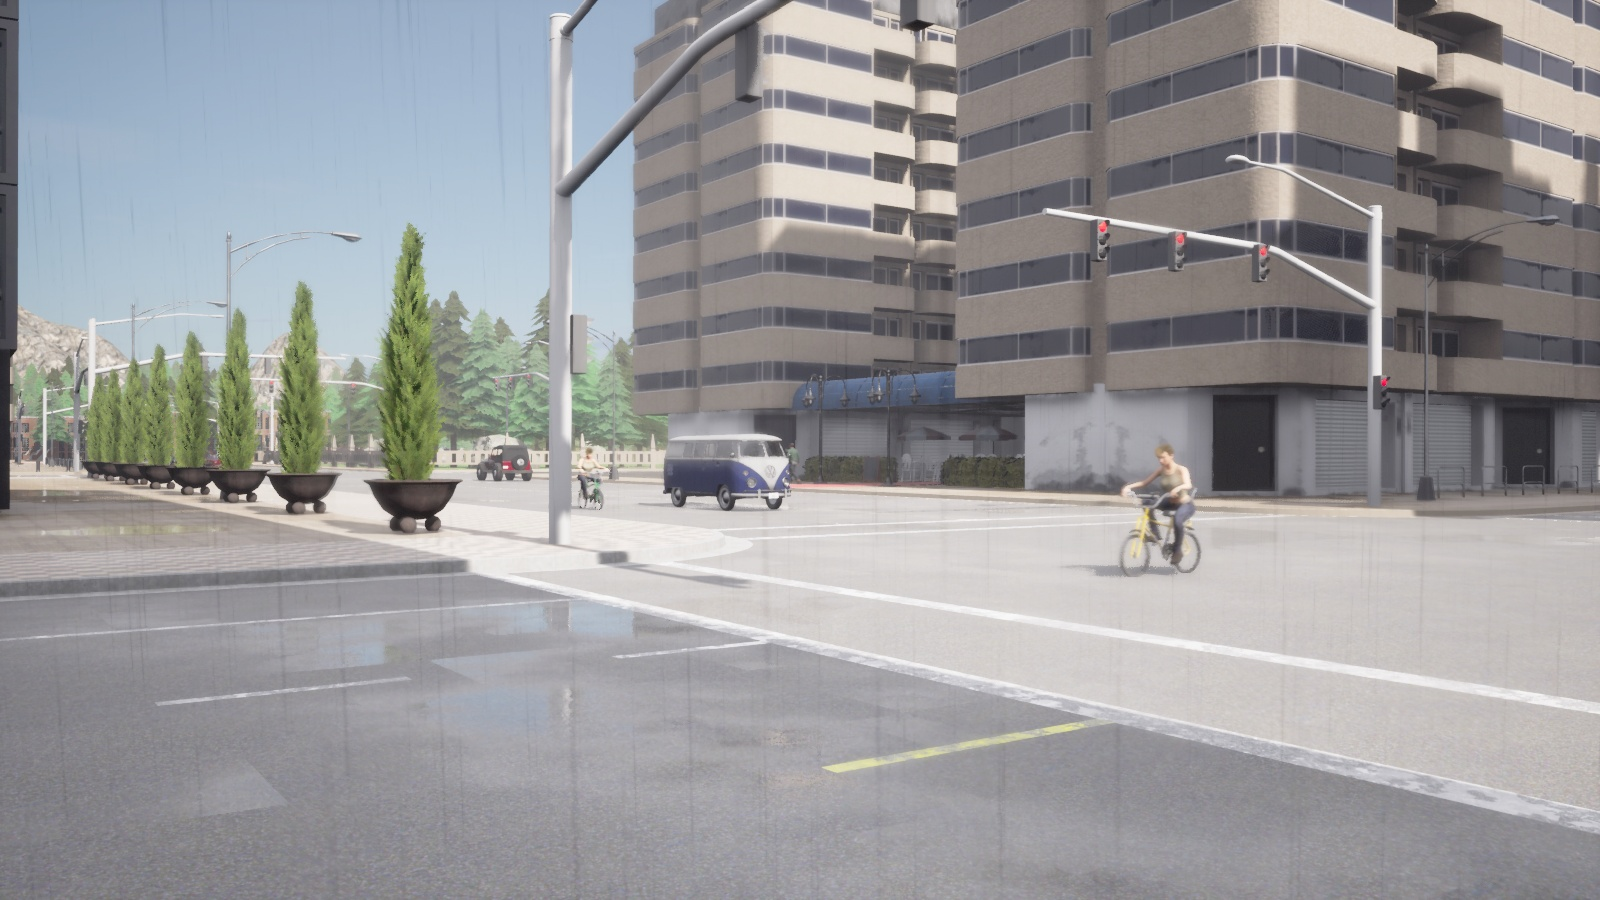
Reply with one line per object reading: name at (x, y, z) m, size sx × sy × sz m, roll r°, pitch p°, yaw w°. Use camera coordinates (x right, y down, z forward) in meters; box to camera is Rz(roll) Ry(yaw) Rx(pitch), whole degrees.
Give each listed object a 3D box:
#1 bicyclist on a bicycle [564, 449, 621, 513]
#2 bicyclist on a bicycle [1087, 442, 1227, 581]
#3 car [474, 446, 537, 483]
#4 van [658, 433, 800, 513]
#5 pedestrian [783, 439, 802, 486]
bicyclist on a bicycle at (-5.380, 0.772, 32.501) m, size 0.866 × 1.612 × 1.509 m, roll 0°, pitch 0°, yaw -35°
bicyclist on a bicycle at (4.346, 0.709, 15.277) m, size 1.509 × 1.612 × 0.866 m, roll 0°, pitch 0°, yaw -35°
car at (-15.399, 0.734, 65.583) m, size 1.905 × 1.878 × 3.866 m, roll 0°, pitch 0°, yaw -34°
van at (-1.986, 0.584, 33.753) m, size 1.775 × 1.987 × 4.442 m, roll 0°, pitch 0°, yaw -35°
pedestrian at (-0.329, 0.533, 53.412) m, size 0.423 × 1.949 × 0.788 m, roll 0°, pitch 0°, yaw -37°
